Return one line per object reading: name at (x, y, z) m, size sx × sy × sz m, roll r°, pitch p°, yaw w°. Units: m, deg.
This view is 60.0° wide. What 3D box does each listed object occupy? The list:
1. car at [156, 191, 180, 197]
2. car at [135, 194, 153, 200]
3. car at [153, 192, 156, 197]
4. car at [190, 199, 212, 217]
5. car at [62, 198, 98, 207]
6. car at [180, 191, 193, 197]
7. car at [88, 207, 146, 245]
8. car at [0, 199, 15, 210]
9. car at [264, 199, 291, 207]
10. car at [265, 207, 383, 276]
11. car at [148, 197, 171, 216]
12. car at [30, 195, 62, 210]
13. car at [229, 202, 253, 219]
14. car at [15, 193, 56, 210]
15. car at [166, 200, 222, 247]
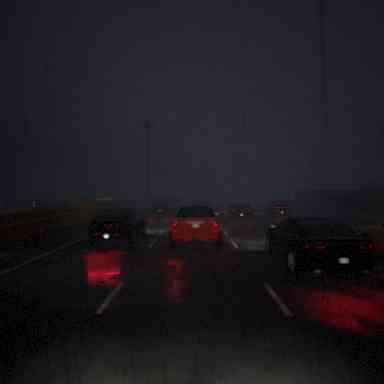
car at (-5.575, 1.032, 77.901) m, size 2.150 × 2.045 × 5.566 m, roll 0°, pitch 0°, yaw 21°
car at (-11.991, 1.261, 80.705) m, size 1.882 × 1.535 × 5.008 m, roll 0°, pitch 0°, yaw 21°
car at (-7.915, 0.871, 81.378) m, size 2.150 × 2.045 × 5.566 m, roll 0°, pitch 0°, yaw 23°
car at (0.898, 1.466, 31.547) m, size 1.812 × 1.442 × 4.674 m, roll 0°, pitch 0°, yaw 5°
car at (-12.531, 1.405, 38.660) m, size 2.128 × 1.511 × 4.902 m, roll 0°, pitch 0°, yaw 8°
car at (-1.507, 0.892, 78.559) m, size 2.150 × 2.045 × 5.566 m, roll 0°, pitch 0°, yaw 23°
car at (-3.336, 1.471, 15.429) m, size 1.837 × 1.490 × 4.892 m, roll 0°, pitch 0°, yaw 0°
car at (-22.885, 1.498, 40.592) m, size 1.895 × 1.301 × 4.718 m, roll 0°, pitch 0°, yaw 8°
car at (7.831, 1.455, 30.543) m, size 1.837 × 1.490 × 4.892 m, roll 0°, pitch 0°, yaw 5°
car at (3.619, 1.461, 10.345) m, size 1.882 × 1.535 × 5.008 m, roll 0°, pitch 0°, yaw 1°
car at (-2.621, 1.462, 31.513) m, size 1.812 × 1.442 × 4.674 m, roll 0°, pitch 0°, yaw 5°
car at (-16.079, 1.455, 38.935) m, size 2.033 × 1.411 × 5.357 m, roll 0°, pitch 0°, yaw 7°
car at (4.162, 1.550, 28.921) m, size 1.895 × 1.301 × 4.718 m, roll 0°, pitch 0°, yaw 4°
car at (-19.155, 1.121, 41.944) m, size 2.150 × 2.045 × 5.566 m, roll 0°, pitch 0°, yaw 9°
car at (0.161, 1.323, 15.095) m, size 2.097 × 1.767 × 4.553 m, roll 0°, pitch 0°, yaw 0°
